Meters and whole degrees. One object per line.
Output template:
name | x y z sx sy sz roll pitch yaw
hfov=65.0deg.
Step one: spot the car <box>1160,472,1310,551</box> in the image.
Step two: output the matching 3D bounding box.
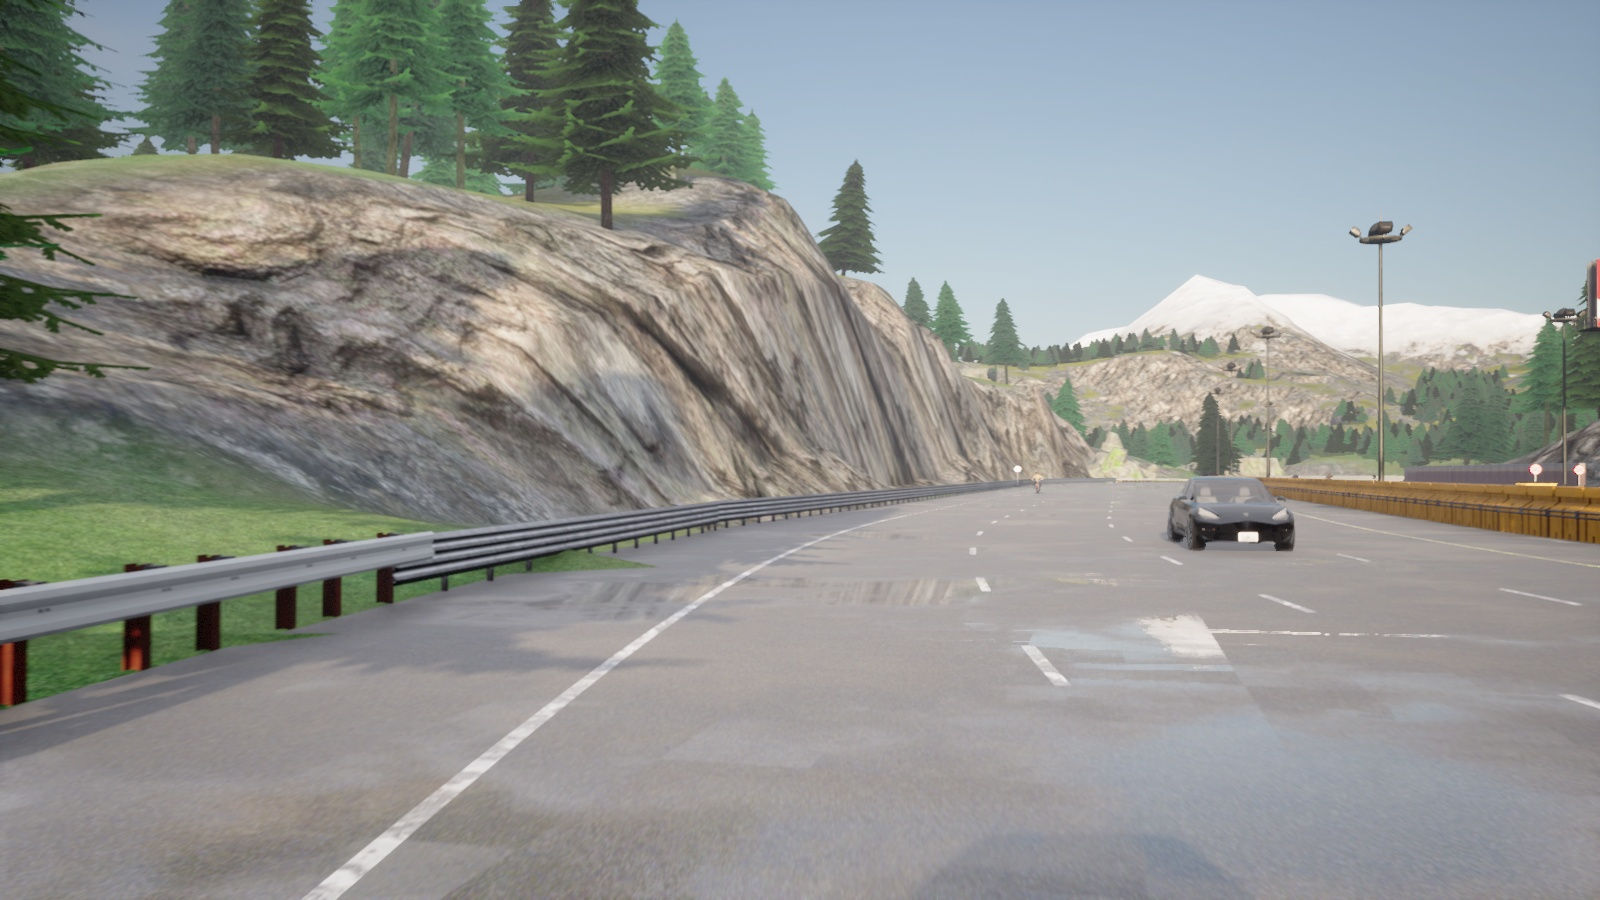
car | 8.983 1.223 26.377 2.163 1.488 4.792 0 -1 9
